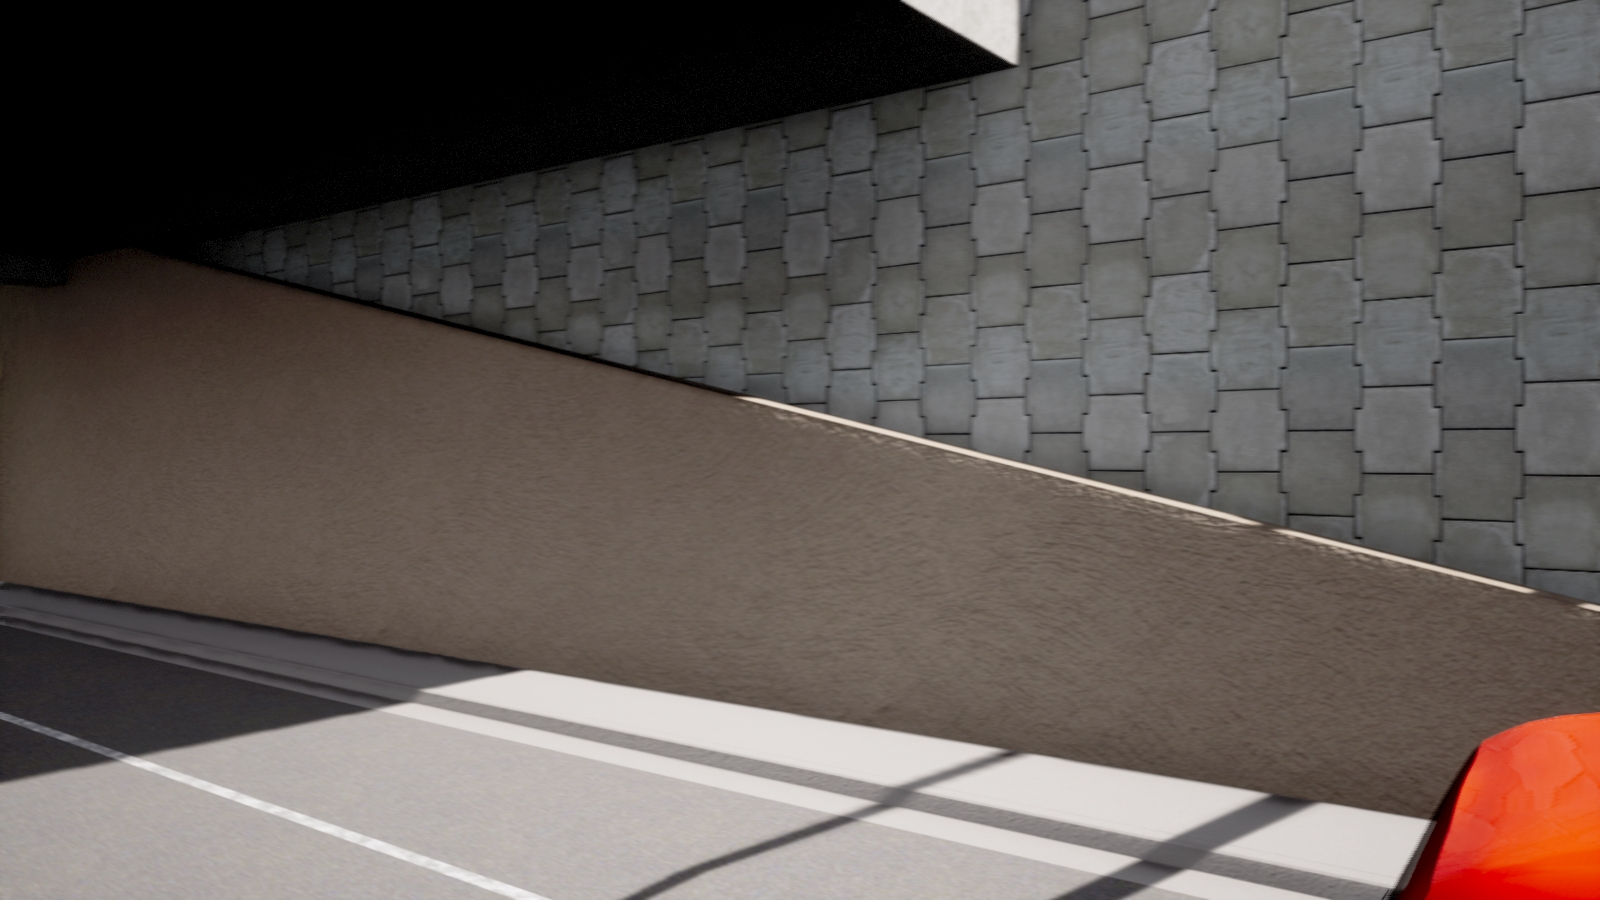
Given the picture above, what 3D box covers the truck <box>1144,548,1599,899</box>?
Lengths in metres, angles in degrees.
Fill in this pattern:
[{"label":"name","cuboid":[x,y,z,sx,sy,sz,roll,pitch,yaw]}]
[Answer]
[{"label":"truck","cuboid":[3.422,1.565,1.363,5.204,2.467,2.627,0,0,35]}]
